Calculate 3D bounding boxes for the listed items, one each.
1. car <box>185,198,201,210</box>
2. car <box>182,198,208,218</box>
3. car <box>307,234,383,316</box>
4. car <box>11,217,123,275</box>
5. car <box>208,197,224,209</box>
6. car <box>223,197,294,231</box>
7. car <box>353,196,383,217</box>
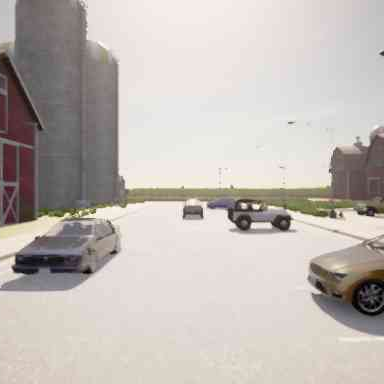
[{"bbox_3d":[0.094,1.570,44.535,2.033,1.411,5.357,0,0,0],"label":"car"},{"bbox_3d":[0.097,1.508,30.542,2.128,1.511,4.902,0,0,0],"label":"car"},{"bbox_3d":[4.567,1.508,6.815,4.193,1.474,1.816,0,0,1],"label":"car"},{"bbox_3d":[-3.590,1.554,10.776,2.033,1.411,5.357,0,0,0],"label":"car"},{"bbox_3d":[4.212,1.502,44.506,4.611,1.667,2.242,0,0,1],"label":"car"},{"bbox_3d":[4.075,1.323,20.301,3.866,1.878,1.905,0,0,1],"label":"car"},{"bbox_3d":[17.386,1.322,30.416,4.605,1.855,1.932,0,0,1],"label":"car"}]
